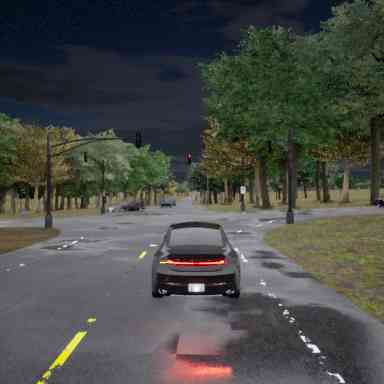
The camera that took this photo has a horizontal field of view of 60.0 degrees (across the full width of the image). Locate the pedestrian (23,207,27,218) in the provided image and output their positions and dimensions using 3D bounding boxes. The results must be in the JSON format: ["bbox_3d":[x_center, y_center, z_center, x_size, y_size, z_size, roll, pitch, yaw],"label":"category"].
[{"bbox_3d":[-18.108,2.202,36.112,0.375,1.300,0.375,0,1,2],"label":"pedestrian"}]

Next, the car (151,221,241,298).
[{"bbox_3d":[0.084,1.508,8.517,1.837,1.490,4.892,0,0,0],"label":"car"}]

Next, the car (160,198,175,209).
[{"bbox_3d":[-4.329,2.117,56.545,1.895,1.301,4.718,0,-1,-1],"label":"car"}]

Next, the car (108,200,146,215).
[{"bbox_3d":[-7.214,1.693,37.053,2.128,1.511,4.902,-3,-1,33],"label":"car"}]

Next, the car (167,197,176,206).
[{"bbox_3d":[-4.572,2.011,70.824,2.150,2.045,5.566,0,-1,-1],"label":"car"}]

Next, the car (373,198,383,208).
[{"bbox_3d":[19.525,0.784,30.819,4.718,1.301,1.895,-2,-1,2],"label":"car"}]

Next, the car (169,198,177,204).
[{"bbox_3d":[-4.919,2.347,85.848,2.033,1.411,5.357,0,-2,-1],"label":"car"}]
